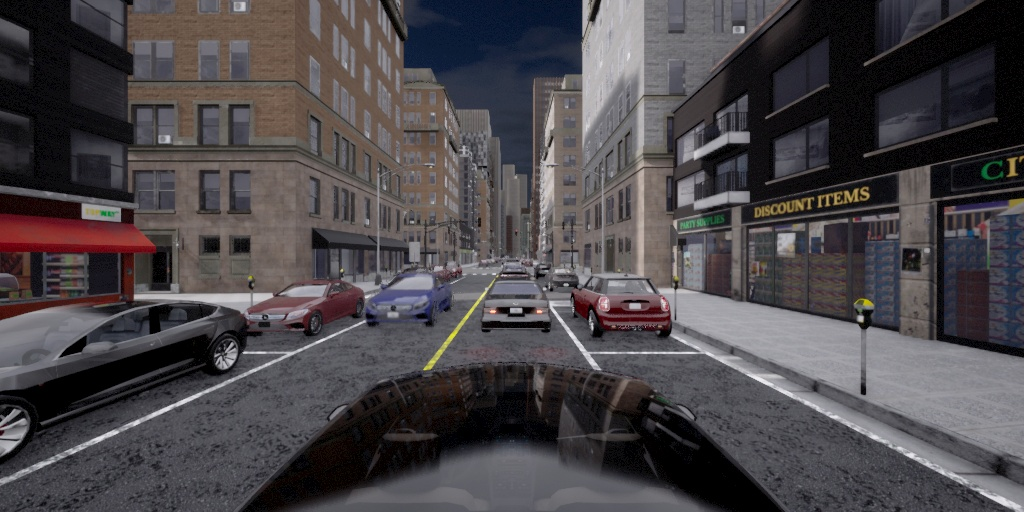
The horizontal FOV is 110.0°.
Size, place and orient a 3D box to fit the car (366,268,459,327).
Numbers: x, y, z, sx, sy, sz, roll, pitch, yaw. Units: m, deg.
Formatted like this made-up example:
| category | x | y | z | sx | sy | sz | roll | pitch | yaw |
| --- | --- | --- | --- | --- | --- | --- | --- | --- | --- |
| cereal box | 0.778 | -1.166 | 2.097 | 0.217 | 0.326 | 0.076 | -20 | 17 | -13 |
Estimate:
| category | x | y | z | sx | sy | sz | roll | pitch | yaw |
| --- | --- | --- | --- | --- | --- | --- | --- | --- | --- |
| car | -3.083 | 1.275 | 11.643 | 1.812 | 1.442 | 4.674 | 0 | 0 | 0 |

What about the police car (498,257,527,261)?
| category | x | y | z | sx | sy | sz | roll | pitch | yaw |
| --- | --- | --- | --- | --- | --- | --- | --- | --- | --- |
| police car | 0.051 | 1.177 | 31.286 | 1.930 | 1.638 | 5.238 | 0 | 0 | 0 |

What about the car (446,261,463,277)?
| category | x | y | z | sx | sy | sz | roll | pitch | yaw |
| --- | --- | --- | --- | --- | --- | --- | --- | --- | --- |
| car | -5.615 | 1.192 | 32.293 | 1.967 | 1.591 | 4.097 | 0 | 0 | 0 |

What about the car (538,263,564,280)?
| category | x | y | z | sx | sy | sz | roll | pitch | yaw |
| --- | --- | --- | --- | --- | --- | --- | --- | --- | --- |
| car | 2.890 | 1.301 | 21.275 | 2.007 | 1.370 | 4.403 | 0 | 0 | 0 |

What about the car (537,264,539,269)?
| category | x | y | z | sx | sy | sz | roll | pitch | yaw |
| --- | --- | --- | --- | --- | --- | --- | --- | --- | --- |
| car | 2.911 | 1.318 | 32.277 | 1.948 | 1.339 | 4.313 | 0 | 0 | 0 |

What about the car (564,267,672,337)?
| category | x | y | z | sx | sy | sz | roll | pitch | yaw |
| --- | --- | --- | --- | --- | --- | --- | --- | --- | --- |
| car | 2.870 | 1.189 | 10.272 | 1.967 | 1.591 | 4.097 | 0 | 0 | 0 |

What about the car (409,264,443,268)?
| category | x | y | z | sx | sy | sz | roll | pitch | yaw |
| --- | --- | --- | --- | --- | --- | --- | --- | --- | --- |
| car | -5.635 | 1.316 | 21.291 | 1.948 | 1.339 | 4.313 | 0 | 0 | 0 |

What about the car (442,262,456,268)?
| category | x | y | z | sx | sy | sz | roll | pitch | yaw |
| --- | --- | --- | --- | --- | --- | --- | --- | --- | --- |
| car | -5.625 | 1.333 | 26.792 | 1.802 | 1.307 | 4.207 | 0 | 0 | 0 |

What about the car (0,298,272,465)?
| category | x | y | z | sx | sy | sz | roll | pitch | yaw |
| --- | --- | --- | --- | --- | --- | --- | --- | --- | --- |
| car | -5.666 | 1.315 | 4.787 | 1.948 | 1.339 | 4.313 | 0 | 0 | 0 |

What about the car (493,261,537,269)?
| category | x | y | z | sx | sy | sz | roll | pitch | yaw |
| --- | --- | --- | --- | --- | --- | --- | --- | --- | --- |
| car | 0.132 | 1.242 | 21.266 | 2.128 | 1.511 | 4.902 | 0 | 0 | 0 |

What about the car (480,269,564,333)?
| category | x | y | z | sx | sy | sz | roll | pitch | yaw |
| --- | --- | --- | --- | --- | --- | --- | --- | --- | --- |
| car | 0.111 | 1.297 | 10.743 | 2.033 | 1.411 | 5.357 | 0 | 0 | 0 |

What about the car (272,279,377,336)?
| category | x | y | z | sx | sy | sz | roll | pitch | yaw |
| --- | --- | --- | --- | --- | --- | --- | --- | --- | --- |
| car | -5.656 | 1.331 | 10.288 | 1.802 | 1.307 | 4.207 | 0 | 0 | 0 |
